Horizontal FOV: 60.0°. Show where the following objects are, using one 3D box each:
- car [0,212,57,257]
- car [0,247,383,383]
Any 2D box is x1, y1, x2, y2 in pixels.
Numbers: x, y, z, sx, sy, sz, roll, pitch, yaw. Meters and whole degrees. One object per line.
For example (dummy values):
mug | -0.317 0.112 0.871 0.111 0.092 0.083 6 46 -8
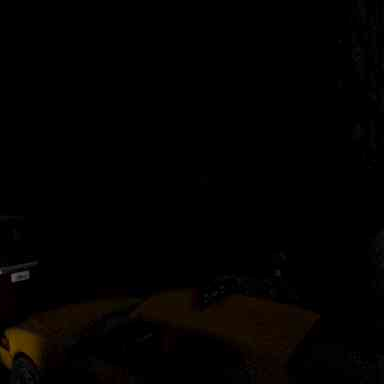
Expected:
car | -4.445 1.313 6.247 5.009 1.841 2.192 0 1 36
car | -0.038 1.525 3.100 4.829 1.417 1.752 0 1 36
